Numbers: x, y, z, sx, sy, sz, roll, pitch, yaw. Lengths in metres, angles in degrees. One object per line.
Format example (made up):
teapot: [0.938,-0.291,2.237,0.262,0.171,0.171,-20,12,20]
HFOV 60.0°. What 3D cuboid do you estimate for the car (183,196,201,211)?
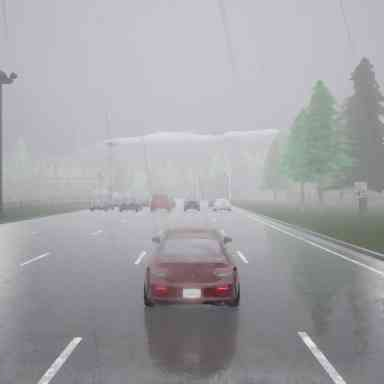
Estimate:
car: [0.005,1.505,39.991,1.837,1.490,4.892,0,0,0]

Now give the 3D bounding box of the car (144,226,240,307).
car: [-0.003,1.526,7.849,1.812,1.442,4.674,0,0,0]

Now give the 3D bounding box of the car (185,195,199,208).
car: [-0.003,1.352,50.092,2.097,1.767,4.553,0,0,0]

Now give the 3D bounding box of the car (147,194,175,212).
car: [-3.507,1.221,38.575,2.150,2.045,5.566,0,0,0]

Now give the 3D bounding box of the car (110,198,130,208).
car: [-10.504,1.564,48.943,1.994,1.385,4.181,0,0,0]

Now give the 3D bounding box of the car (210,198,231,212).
car: [3.497,1.526,39.050,1.812,1.442,4.674,0,0,0]

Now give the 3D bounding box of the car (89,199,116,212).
car: [-10.504,1.601,39.030,1.895,1.301,4.718,0,0,0]

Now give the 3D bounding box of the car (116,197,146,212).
car: [-7.008,1.352,38.664,2.097,1.767,4.553,0,0,0]

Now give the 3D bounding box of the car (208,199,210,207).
car: [3.488,1.564,49.344,1.994,1.385,4.181,0,0,1]
